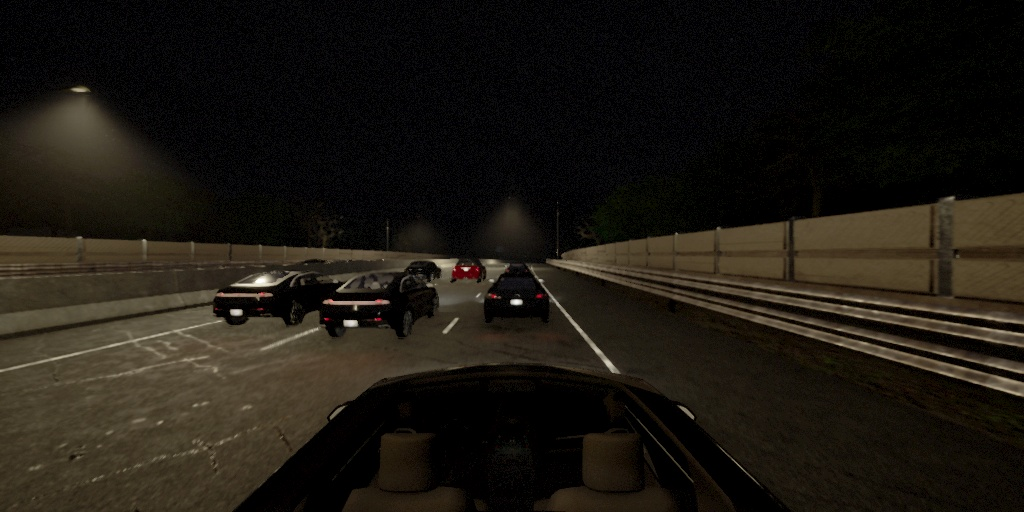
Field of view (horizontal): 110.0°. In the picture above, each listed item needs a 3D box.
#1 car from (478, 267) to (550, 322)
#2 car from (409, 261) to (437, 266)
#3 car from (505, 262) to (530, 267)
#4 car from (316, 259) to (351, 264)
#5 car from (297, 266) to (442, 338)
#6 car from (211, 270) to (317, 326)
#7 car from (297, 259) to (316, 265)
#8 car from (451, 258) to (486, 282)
[{"bbox_3d":[0.155,1.253,12.074,1.994,1.385,4.181,0,0,1],"label":"car"},{"bbox_3d":[-6.602,1.109,27.041,1.837,1.490,4.892,0,0,1],"label":"car"},{"bbox_3d":[0.409,1.168,27.391,1.994,1.385,4.181,0,0,1],"label":"car"},{"bbox_3d":[-20.341,1.152,42.481,2.033,1.411,5.357,0,0,2],"label":"car"},{"bbox_3d":[-3.373,1.192,9.988,2.128,1.511,4.902,0,0,1],"label":"car"},{"bbox_3d":[-6.855,1.182,11.380,2.128,1.511,4.902,0,0,1],"label":"car"},{"bbox_3d":[-23.812,1.108,42.988,1.837,1.490,4.892,0,0,2],"label":"car"},{"bbox_3d":[-3.110,0.959,26.672,2.097,1.767,4.553,0,0,1],"label":"car"}]
